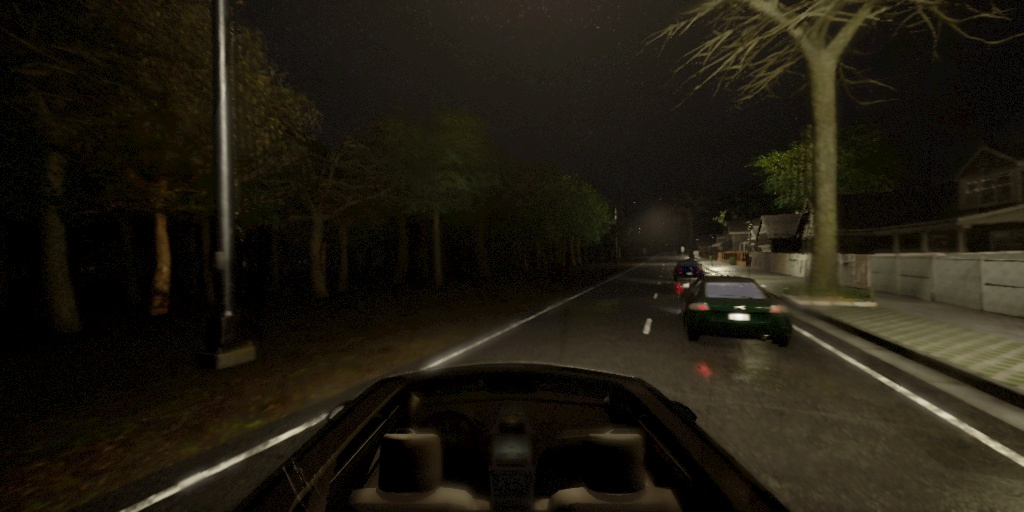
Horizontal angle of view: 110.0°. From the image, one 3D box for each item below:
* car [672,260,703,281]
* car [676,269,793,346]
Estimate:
[{"bbox_3d":[12.555,0.972,25.648,1.812,1.442,4.674,-1,0,23],"label":"car"},{"bbox_3d":[5.418,1.191,9.147,1.994,1.385,4.181,-1,0,23],"label":"car"}]
